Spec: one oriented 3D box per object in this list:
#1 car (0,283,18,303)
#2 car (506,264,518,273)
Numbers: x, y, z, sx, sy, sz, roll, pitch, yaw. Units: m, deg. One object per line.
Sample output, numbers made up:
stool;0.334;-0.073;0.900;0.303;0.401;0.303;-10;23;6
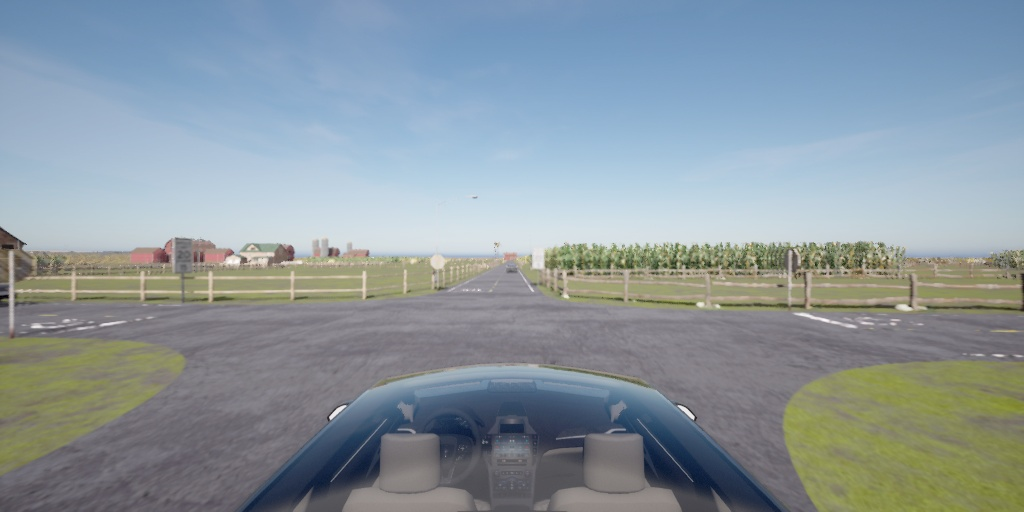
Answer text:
car;-24.677;1.507;15.441;5.357;1.411;2.033;0;0;5
car;-0.031;1.957;58.199;2.128;1.511;4.902;0;-1;0
